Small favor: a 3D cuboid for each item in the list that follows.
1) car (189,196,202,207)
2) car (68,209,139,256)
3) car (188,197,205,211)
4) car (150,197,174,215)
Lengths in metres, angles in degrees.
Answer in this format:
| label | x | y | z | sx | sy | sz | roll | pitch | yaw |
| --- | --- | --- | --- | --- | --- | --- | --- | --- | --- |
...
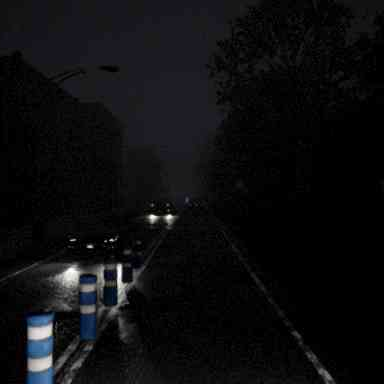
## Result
| label | x | y | z | sx | sy | sz | roll | pitch | yaw |
| --- | --- | --- | --- | --- | --- | --- | --- | --- | --- |
| car | 0.575 | 1.446 | 52.142 | 1.895 | 1.301 | 4.718 | 0 | 2 | 1 |
| car | -3.281 | 1.497 | 13.180 | 1.837 | 1.490 | 4.892 | 0 | 0 | 0 |
| car | 0.511 | 1.482 | 39.575 | 2.033 | 1.411 | 5.357 | 0 | 0 | 1 |
| car | -3.010 | 1.301 | 33.807 | 2.097 | 1.767 | 4.553 | 0 | 0 | 1 |
